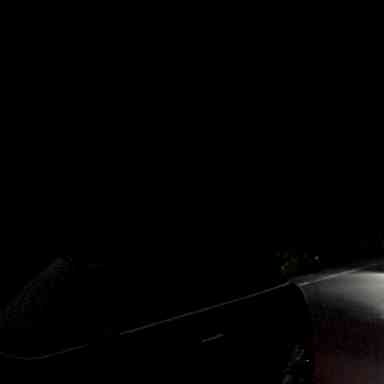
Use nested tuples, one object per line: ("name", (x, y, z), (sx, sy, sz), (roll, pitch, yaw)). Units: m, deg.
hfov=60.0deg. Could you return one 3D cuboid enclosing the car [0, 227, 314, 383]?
("car", (-0.830, 1.342, 3.399), (4.553, 1.767, 2.097), (-1, 0, -36))
